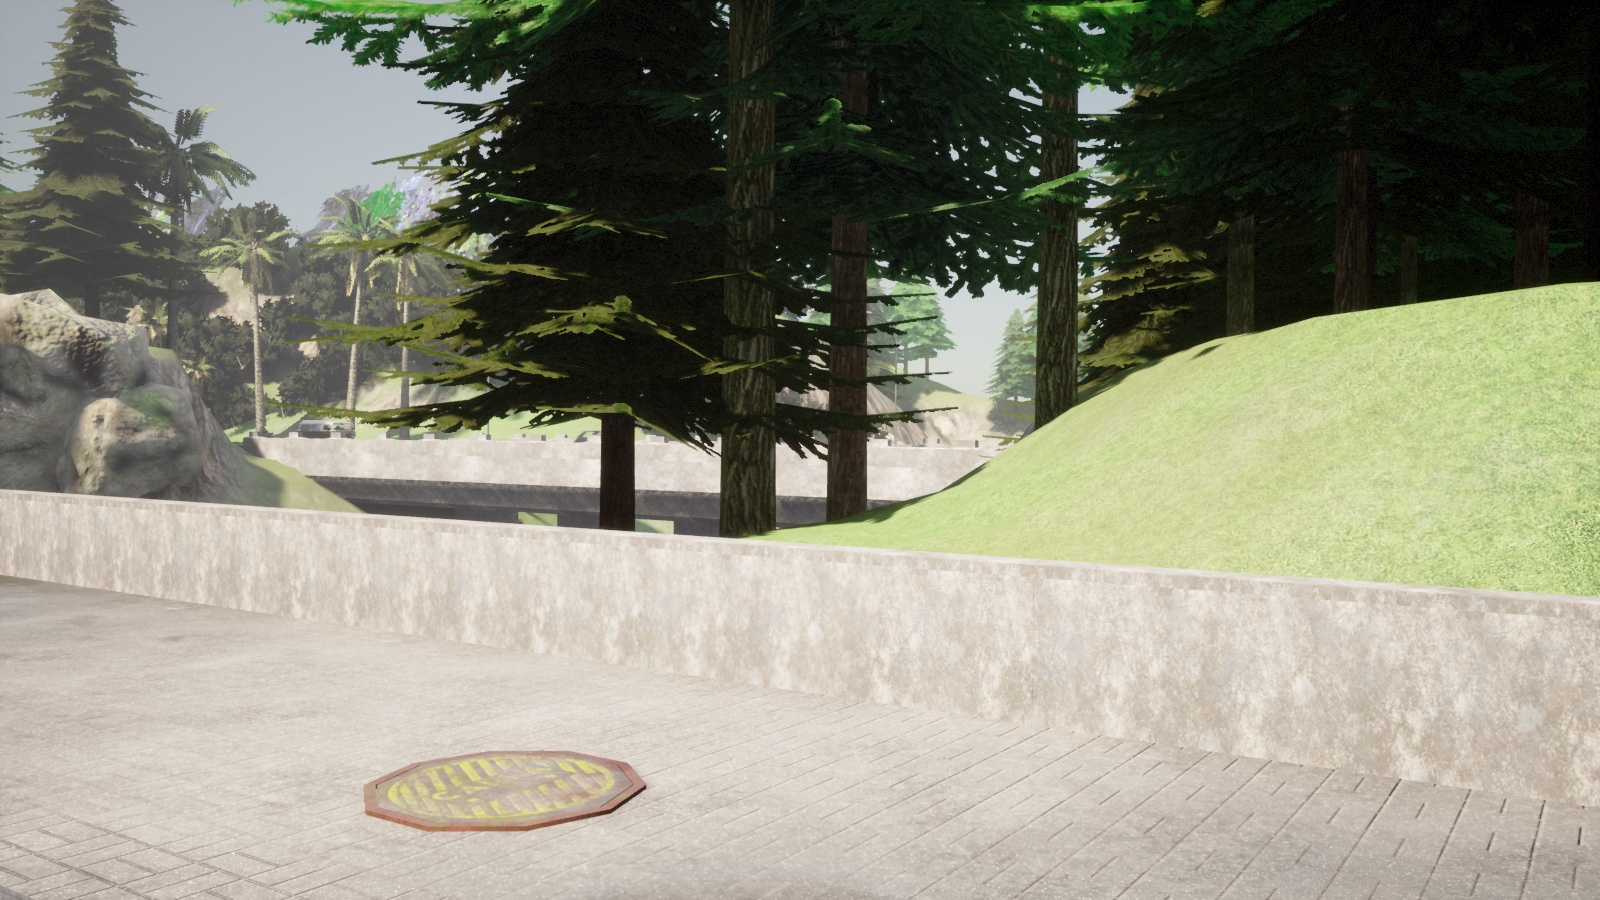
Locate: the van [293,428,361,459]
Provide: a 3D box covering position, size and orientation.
[{"bbox_3d":[-31.963,-0.412,84.853,4.480,2.038,2.069,0,1,34],"label":"van"}]

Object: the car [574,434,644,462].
[{"bbox_3d":[-10.778,-0.124,70.813,3.633,1.501,1.845,0,1,34],"label":"car"}]
